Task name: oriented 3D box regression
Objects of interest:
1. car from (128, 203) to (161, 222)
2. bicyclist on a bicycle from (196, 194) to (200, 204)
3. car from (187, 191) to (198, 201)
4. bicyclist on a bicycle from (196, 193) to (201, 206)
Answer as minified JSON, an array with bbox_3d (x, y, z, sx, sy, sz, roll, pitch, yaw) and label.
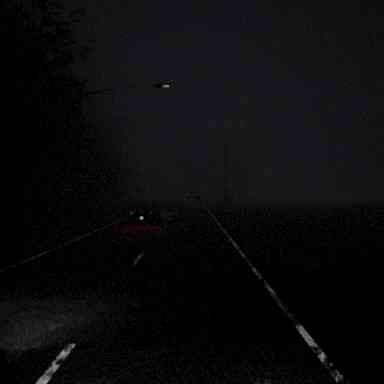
[{"bbox_3d":[-3.386,1.437,24.577,1.895,1.301,4.718,0,0,0],"label":"car"},{"bbox_3d":[1.000,1.090,54.444,0.582,1.620,1.656,0,0,0],"label":"bicyclist on a bicycle"},{"bbox_3d":[0.049,0.761,69.907,2.150,2.045,5.566,0,0,0],"label":"car"},{"bbox_3d":[0.995,1.066,45.657,0.659,1.776,1.843,0,1,0],"label":"bicyclist on a bicycle"}]
